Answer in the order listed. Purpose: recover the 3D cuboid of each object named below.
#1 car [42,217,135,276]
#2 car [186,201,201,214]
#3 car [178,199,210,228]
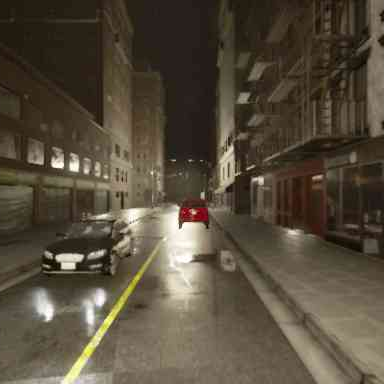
[{"bbox_3d":[-3.089,1.609,10.769,2.128,1.511,4.902,0,-1,0],"label":"car"},{"bbox_3d":[0.140,1.961,43.502,1.882,1.535,5.008,0,-1,0],"label":"car"},{"bbox_3d":[0.121,1.488,24.396,2.150,2.045,5.566,0,-1,0],"label":"car"}]
